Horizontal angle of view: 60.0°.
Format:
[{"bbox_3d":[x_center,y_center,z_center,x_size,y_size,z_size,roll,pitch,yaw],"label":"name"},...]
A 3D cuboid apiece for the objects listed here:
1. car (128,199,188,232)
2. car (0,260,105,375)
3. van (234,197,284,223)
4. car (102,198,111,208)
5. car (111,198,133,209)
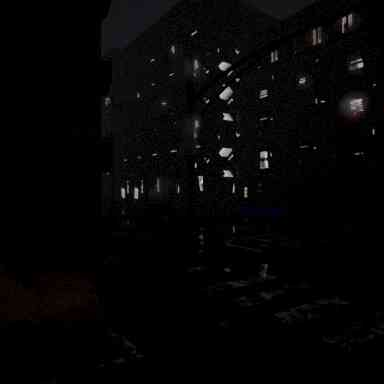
[{"bbox_3d":[-1.876,1.441,20.020,1.967,1.590,4.097,0,0,-36],"label":"car"},{"bbox_3d":[-3.568,1.525,4.020,4.829,1.417,1.752,0,0,-36],"label":"car"},{"bbox_3d":[4.913,1.280,24.934,1.690,1.788,3.998,0,0,-36],"label":"van"},{"bbox_3d":[-11.737,1.463,47.827,1.887,1.381,4.507,-1,0,-36],"label":"car"},{"bbox_3d":[-8.407,1.463,43.249,1.887,1.381,4.507,-1,0,-36],"label":"car"}]
